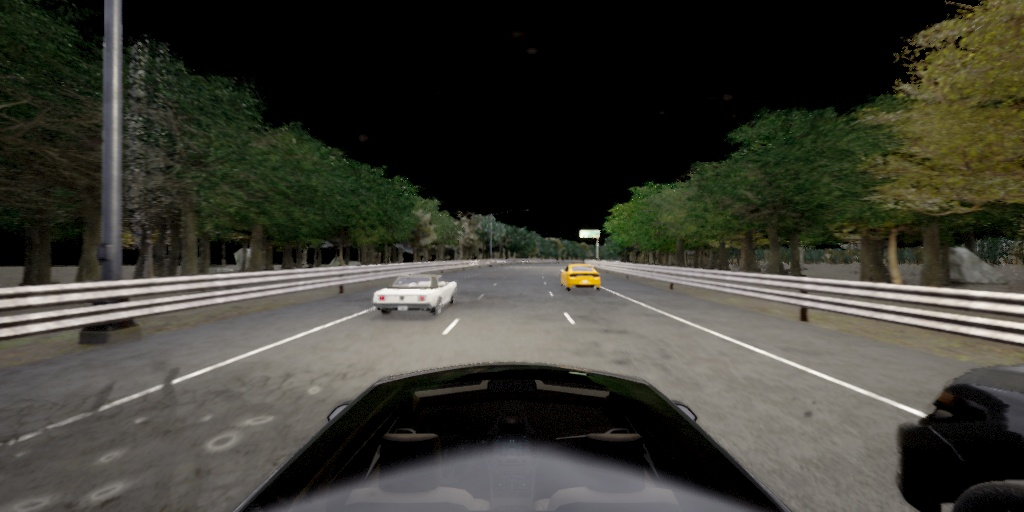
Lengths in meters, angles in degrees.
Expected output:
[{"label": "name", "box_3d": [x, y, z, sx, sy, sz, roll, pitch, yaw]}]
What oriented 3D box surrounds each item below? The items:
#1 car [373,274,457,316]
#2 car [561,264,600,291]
[{"label": "car", "box_3d": [-3.278, 1.316, 13.182, 1.895, 1.301, 4.718, 0, 0, 1]}, {"label": "car", "box_3d": [4.062, 1.226, 21.789, 1.882, 1.535, 5.008, 0, 0, 3]}]
